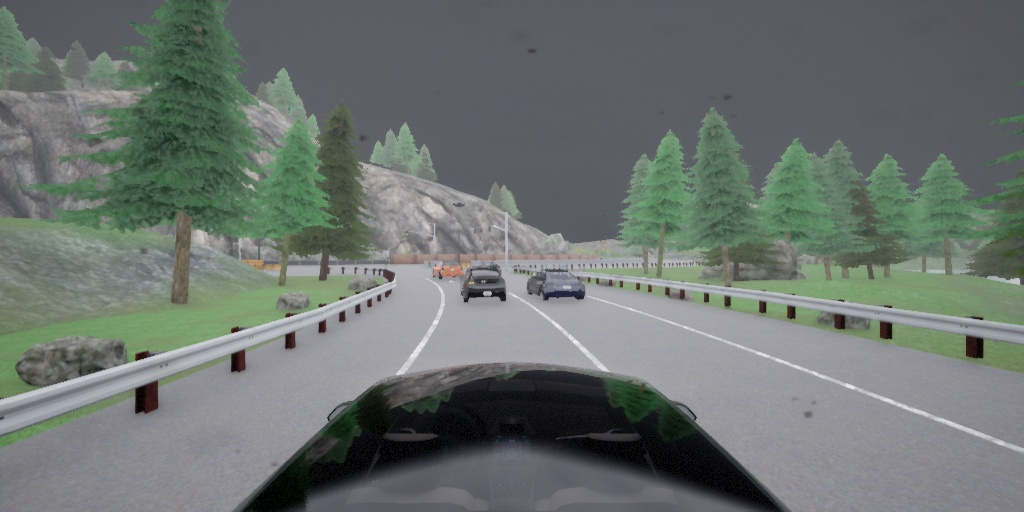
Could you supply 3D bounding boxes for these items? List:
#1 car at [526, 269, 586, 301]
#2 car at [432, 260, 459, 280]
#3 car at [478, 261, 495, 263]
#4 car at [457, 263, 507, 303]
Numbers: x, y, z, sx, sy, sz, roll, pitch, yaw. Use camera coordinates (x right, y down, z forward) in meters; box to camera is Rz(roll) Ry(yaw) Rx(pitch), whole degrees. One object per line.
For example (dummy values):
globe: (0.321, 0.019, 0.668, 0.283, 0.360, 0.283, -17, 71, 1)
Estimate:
car: (2.004, 1.320, 17.433, 1.994, 1.385, 4.181, 0, 0, -11)
car: (-5.664, 1.113, 31.459, 2.097, 1.767, 4.553, 0, 0, -21)
car: (-2.417, 1.242, 32.766, 2.128, 1.511, 4.902, 0, 0, -21)
car: (-1.435, 1.263, 16.782, 1.837, 1.490, 4.892, 0, 0, -11)
